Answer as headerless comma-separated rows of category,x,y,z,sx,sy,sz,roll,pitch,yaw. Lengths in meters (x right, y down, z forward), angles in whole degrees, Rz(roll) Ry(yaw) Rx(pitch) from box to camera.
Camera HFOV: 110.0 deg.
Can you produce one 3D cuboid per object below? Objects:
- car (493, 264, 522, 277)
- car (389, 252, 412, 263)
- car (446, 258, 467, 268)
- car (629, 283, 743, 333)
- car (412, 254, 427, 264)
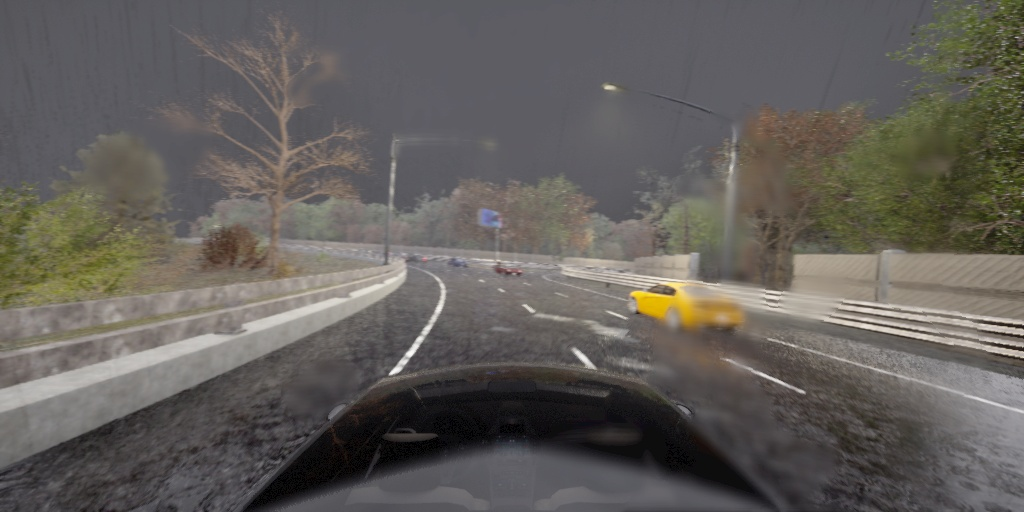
car,-0.579,1.546,39.551,1.895,1.301,4.718,4,0,-21
car,-18.779,0.394,59.277,1.895,1.301,4.718,4,0,-35
car,-8.544,1.017,55.874,1.812,1.442,4.674,4,-1,-31
car,6.098,1.726,13.266,1.882,1.535,5.008,4,0,-6
car,-16.296,0.479,61.837,2.128,1.511,4.902,4,0,-35
